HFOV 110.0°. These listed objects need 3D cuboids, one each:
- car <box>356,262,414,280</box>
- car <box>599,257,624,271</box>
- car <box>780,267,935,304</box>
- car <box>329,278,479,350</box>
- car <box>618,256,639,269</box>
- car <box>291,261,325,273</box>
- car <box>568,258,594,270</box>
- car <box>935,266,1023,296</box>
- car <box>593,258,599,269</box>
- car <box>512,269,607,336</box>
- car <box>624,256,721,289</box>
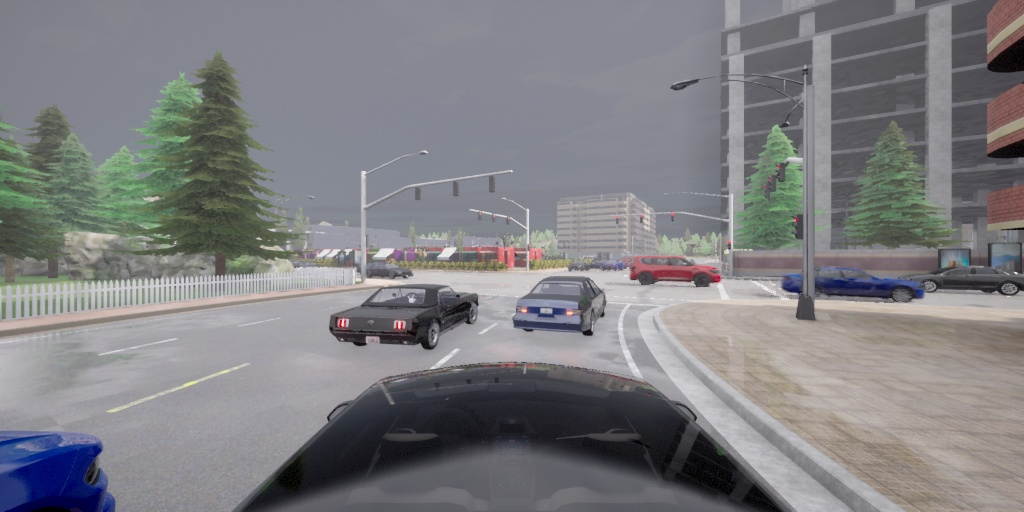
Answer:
[{"bbox_3d":[-11.469,1.353,32.669,5.357,1.411,2.033,0,0,30],"label":"car"},{"bbox_3d":[13.866,1.227,48.905,1.882,1.535,5.008,0,0,30],"label":"car"},{"bbox_3d":[15.805,1.284,16.978,5.008,1.535,1.882,0,0,30],"label":"car"},{"bbox_3d":[-2.292,1.351,9.163,1.895,1.301,4.718,0,0,11],"label":"car"},{"bbox_3d":[18.630,0.972,57.287,2.150,2.045,5.566,0,0,30],"label":"car"},{"bbox_3d":[-22.428,1.297,38.975,4.902,1.511,2.128,0,0,30],"label":"car"},{"bbox_3d":[8.865,1.314,47.172,1.994,1.385,4.181,0,0,29],"label":"car"},{"bbox_3d":[24.964,1.310,20.013,4.892,1.490,1.837,0,0,30],"label":"car"},{"bbox_3d":[13.183,1.351,54.794,1.895,1.301,4.718,0,0,30],"label":"car"},{"bbox_3d":[1.639,1.297,10.534,2.033,1.411,5.357,0,0,20],"label":"car"},{"bbox_3d":[10.742,0.999,23.934,5.566,2.045,2.150,0,0,30],"label":"car"}]
